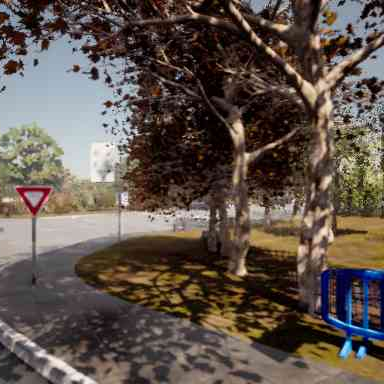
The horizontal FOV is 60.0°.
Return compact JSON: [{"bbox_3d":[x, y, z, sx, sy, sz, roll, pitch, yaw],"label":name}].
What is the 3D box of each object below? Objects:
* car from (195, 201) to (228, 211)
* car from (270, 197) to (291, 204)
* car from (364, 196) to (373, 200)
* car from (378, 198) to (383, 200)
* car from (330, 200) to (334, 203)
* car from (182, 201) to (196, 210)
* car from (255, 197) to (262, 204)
[{"bbox_3d":[3.336,2.209,51.664,4.718,1.301,1.895,-2,1,-38],"label":"car"},{"bbox_3d":[16.301,1.578,61.673,4.892,1.490,1.837,-3,2,-37],"label":"car"},{"bbox_3d":[34.866,1.012,65.263,4.181,1.385,1.994,-2,1,-38],"label":"car"},{"bbox_3d":[37.011,1.007,62.497,4.181,1.385,1.994,-2,1,-38],"label":"car"},{"bbox_3d":[26.479,1.080,58.705,5.566,2.045,2.150,-2,1,-37],"label":"car"},{"bbox_3d":[0.322,2.193,53.756,5.357,1.411,2.033,-2,1,-38],"label":"car"},{"bbox_3d":[13.673,1.577,64.043,5.008,1.535,1.882,-2,1,-37],"label":"car"}]
